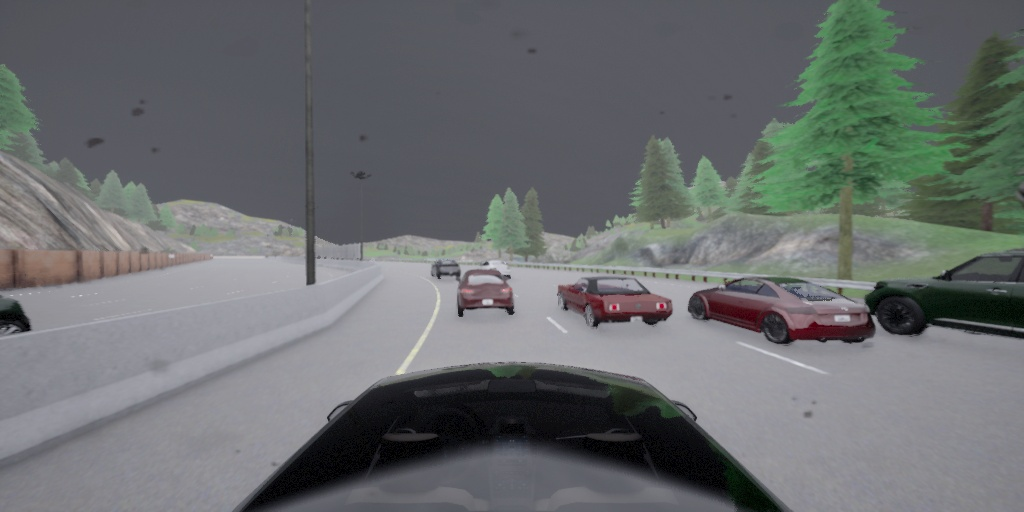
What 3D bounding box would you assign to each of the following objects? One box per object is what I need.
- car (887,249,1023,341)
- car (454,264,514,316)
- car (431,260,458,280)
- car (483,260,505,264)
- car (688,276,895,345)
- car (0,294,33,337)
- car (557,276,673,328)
[{"bbox_3d":[10.184,0.856,6.731,2.150,2.045,5.566,0,0,-4],"label":"car"},{"bbox_3d":[-1.042,1.186,12.914,1.812,1.442,4.674,0,1,-8],"label":"car"},{"bbox_3d":[-5.434,1.043,29.150,2.128,1.511,4.902,0,0,-21],"label":"car"},{"bbox_3d":[-1.460,1.054,28.482,1.812,1.442,4.674,-1,1,-19],"label":"car"},{"bbox_3d":[6.435,1.204,9.181,1.994,1.385,4.181,0,0,-5],"label":"car"},{"bbox_3d":[-10.910,1.147,5.396,2.097,1.767,4.553,-1,1,-5],"label":"car"},{"bbox_3d":[2.779,1.251,10.973,1.895,1.301,4.718,0,0,-7],"label":"car"}]
